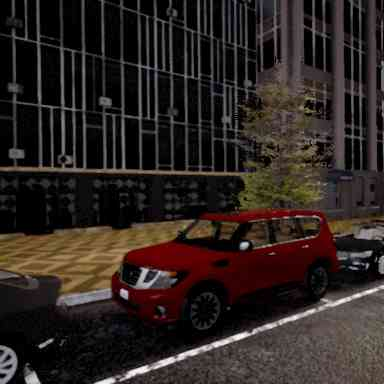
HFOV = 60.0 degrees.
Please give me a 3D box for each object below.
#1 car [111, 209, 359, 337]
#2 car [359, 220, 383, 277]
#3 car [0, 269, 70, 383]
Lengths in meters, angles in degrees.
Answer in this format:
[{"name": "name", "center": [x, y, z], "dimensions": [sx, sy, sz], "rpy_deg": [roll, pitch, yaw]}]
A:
[{"name": "car", "center": [0.963, 1.313, 6.802], "dimensions": [5.009, 1.841, 2.192], "rpy_deg": [0, -1, -35]}, {"name": "car", "center": [5.564, 1.547, 10.079], "dimensions": [4.403, 1.369, 2.008], "rpy_deg": [0, -1, -35]}, {"name": "car", "center": [-3.634, 1.552, 3.520], "dimensions": [4.403, 1.369, 2.008], "rpy_deg": [0, -1, -35]}]
